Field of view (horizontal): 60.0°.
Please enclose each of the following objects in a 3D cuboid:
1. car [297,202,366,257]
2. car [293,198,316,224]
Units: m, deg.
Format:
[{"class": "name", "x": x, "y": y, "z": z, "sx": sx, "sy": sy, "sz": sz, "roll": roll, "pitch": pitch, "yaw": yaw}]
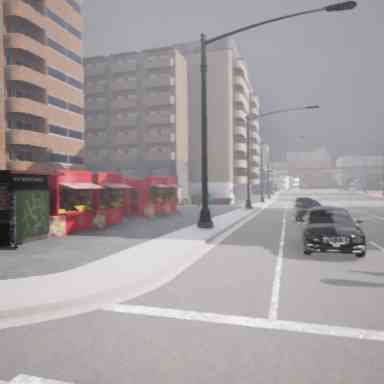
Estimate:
[{"class": "car", "x": 5.038, "y": 1.341, "z": 12.352, "sx": 1.837, "sy": 1.490, "sz": 4.892, "roll": 0, "pitch": 0, "yaw": 16}, {"class": "car", "x": 7.819, "y": 1.341, "z": 21.959, "sx": 1.994, "sy": 1.385, "sz": 4.181, "roll": 0, "pitch": 0, "yaw": 16}]
